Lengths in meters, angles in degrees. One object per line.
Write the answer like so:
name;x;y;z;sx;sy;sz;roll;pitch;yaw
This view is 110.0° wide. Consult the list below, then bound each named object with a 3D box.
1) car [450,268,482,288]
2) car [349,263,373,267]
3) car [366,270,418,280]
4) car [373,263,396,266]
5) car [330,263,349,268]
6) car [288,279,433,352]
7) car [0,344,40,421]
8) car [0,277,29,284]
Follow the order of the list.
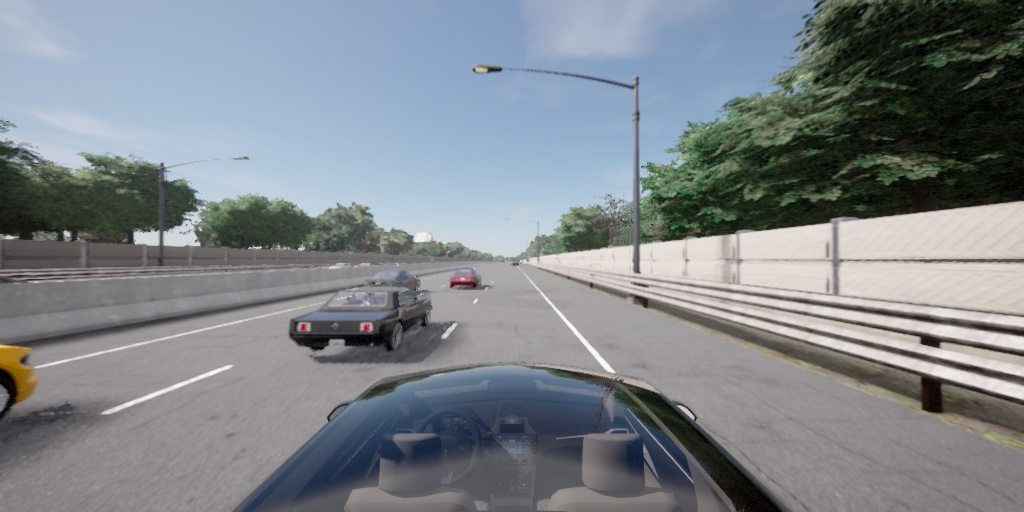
car;-3.392;1.581;26.748;1.994;1.385;4.181;0;-1;0
car;-21.042;1.797;51.434;1.812;1.442;4.674;0;-1;0
car;-6.893;1.505;21.023;2.033;1.411;5.357;0;-1;0
car;-17.546;1.763;51.432;2.128;1.511;4.902;0;-1;0
car;-24.537;1.797;51.418;1.812;1.442;4.674;0;-1;0
car;-3.396;1.432;9.188;1.895;1.301;4.718;0;-1;0
car;-6.902;1.235;2.377;1.882;1.535;5.008;0;-1;0
car;-17.596;1.354;10.817;1.837;1.490;4.892;0;-1;0
